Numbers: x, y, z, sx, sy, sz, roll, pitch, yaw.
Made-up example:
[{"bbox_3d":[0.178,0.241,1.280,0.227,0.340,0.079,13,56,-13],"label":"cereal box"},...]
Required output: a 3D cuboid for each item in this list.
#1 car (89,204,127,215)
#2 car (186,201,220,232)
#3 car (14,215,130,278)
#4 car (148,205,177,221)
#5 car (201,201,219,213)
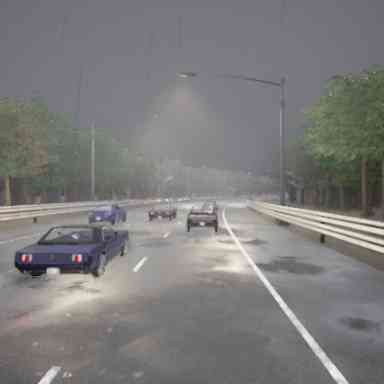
[{"bbox_3d":[-6.111,1.613,24.480,1.812,1.442,4.674,0,0,3],"label":"car"},{"bbox_3d":[0.684,1.554,20.741,2.128,1.511,4.902,0,0,3],"label":"car"},{"bbox_3d":[-3.238,1.599,10.119,1.895,1.301,4.718,0,0,1],"label":"car"},{"bbox_3d":[-2.360,1.719,28.328,1.895,1.301,4.718,0,0,4],"label":"car"},{"bbox_3d":[2.288,1.786,41.209,1.994,1.385,4.181,0,0,6],"label":"car"}]
